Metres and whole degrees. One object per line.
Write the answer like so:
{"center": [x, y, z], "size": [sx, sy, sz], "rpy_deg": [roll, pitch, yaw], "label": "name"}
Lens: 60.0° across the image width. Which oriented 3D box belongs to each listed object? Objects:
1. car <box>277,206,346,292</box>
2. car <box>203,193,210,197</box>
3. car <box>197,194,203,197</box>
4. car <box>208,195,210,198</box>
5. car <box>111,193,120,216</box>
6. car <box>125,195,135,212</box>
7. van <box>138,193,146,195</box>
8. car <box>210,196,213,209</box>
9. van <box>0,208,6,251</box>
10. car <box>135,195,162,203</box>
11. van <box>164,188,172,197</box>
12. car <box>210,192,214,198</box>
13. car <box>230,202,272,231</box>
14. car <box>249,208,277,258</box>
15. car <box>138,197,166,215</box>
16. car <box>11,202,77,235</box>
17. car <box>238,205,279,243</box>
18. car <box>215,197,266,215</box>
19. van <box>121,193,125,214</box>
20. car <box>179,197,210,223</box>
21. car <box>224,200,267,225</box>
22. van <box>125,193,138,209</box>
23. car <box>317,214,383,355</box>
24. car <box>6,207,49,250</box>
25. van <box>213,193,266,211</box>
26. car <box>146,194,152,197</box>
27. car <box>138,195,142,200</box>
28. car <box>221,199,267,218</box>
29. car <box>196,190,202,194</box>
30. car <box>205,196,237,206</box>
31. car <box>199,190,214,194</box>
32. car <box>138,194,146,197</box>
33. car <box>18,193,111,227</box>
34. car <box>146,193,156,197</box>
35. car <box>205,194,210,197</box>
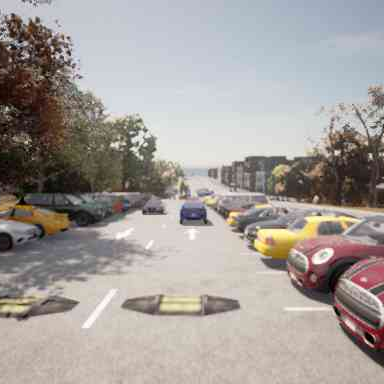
{"center": [4.569, 1.323, 7.666], "size": [4.553, 1.767, 2.185], "rpy_deg": [0, 0, 0], "label": "car"}
{"center": [4.715, 1.361, 49.298], "size": [5.366, 1.575, 1.946], "rpy_deg": [0, 0, 0], "label": "car"}
{"center": [0.092, 1.332, 41.617], "size": [1.882, 1.535, 5.008], "rpy_deg": [0, 0, 0], "label": "car"}
{"center": [4.538, 1.333, 38.205], "size": [4.892, 1.521, 2.231], "rpy_deg": [0, 0, 0], "label": "car"}
{"center": [-8.517, 1.129, 24.405], "size": [5.566, 2.045, 2.435], "rpy_deg": [0, 0, 0], "label": "car"}
{"center": [-8.552, 1.346, 32.715], "size": [5.008, 1.535, 2.097], "rpy_deg": [0, 0, 0], "label": "car"}
{"center": [-8.666, 1.114, 43.664], "size": [4.442, 1.987, 1.878], "rpy_deg": [0, 0, 0], "label": "van"}
{"center": [4.503, 1.376, 32.652], "size": [4.792, 1.488, 2.163], "rpy_deg": [0, 0, 0], "label": "car"}
{"center": [-8.659, 1.211, 10.428], "size": [4.442, 1.987, 1.878], "rpy_deg": [0, 0, 0], "label": "van"}
{"center": [-8.549, 1.440, 65.824], "size": [5.008, 1.535, 2.097], "rpy_deg": [0, 0, 0], "label": "car"}
{"center": [-8.697, 0.555, 92.916], "size": [4.442, 1.987, 1.878], "rpy_deg": [1, 0, 0], "label": "van"}
{"center": [4.501, 1.212, 35.425], "size": [4.553, 1.767, 2.185], "rpy_deg": [0, 0, 0], "label": "car"}
{"center": [4.530, 1.415, 15.995], "size": [4.892, 1.521, 2.231], "rpy_deg": [0, 0, 0], "label": "car"}
{"center": [4.723, 1.434, 10.443], "size": [5.366, 1.575, 1.946], "rpy_deg": [0, 0, 0], "label": "car"}
{"center": [-3.603, 1.433, 31.834], "size": [1.994, 1.385, 4.181], "rpy_deg": [0, 0, 0], "label": "car"}
{"center": [-8.538, 1.414, 16.094], "size": [5.008, 1.535, 2.097], "rpy_deg": [0, 0, 0], "label": "car"}
{"center": [4.543, 1.427, 13.219], "size": [4.892, 1.521, 2.231], "rpy_deg": [0, 0, 0], "label": "car"}
{"center": [4.563, 1.399, 27.100], "size": [4.792, 1.488, 2.163], "rpy_deg": [0, 0, 0], "label": "car"}
{"center": [-8.663, 1.132, 29.945], "size": [4.442, 1.987, 1.878], "rpy_deg": [0, 0, 0], "label": "van"}
{"center": [0.093, 1.377, 24.450], "size": [1.882, 1.535, 5.008], "rpy_deg": [0, 0, 0], "label": "car"}
{"center": [4.721, 1.400, 18.771], "size": [5.366, 1.575, 1.946], "rpy_deg": [0, 0, 0], "label": "car"}
{"center": [-8.439, 1.112, 35.501], "size": [4.442, 1.987, 1.878], "rpy_deg": [0, 0, 0], "label": "van"}
{"center": [4.570, 1.334, 4.890], "size": [4.553, 1.767, 2.185], "rpy_deg": [0, 0, 0], "label": "car"}
{"center": [-8.546, 1.466, 13.200], "size": [4.674, 1.452, 2.002], "rpy_deg": [0, 0, 0], "label": "car"}
{"center": [4.417, 1.132, 29.875], "size": [4.442, 1.987, 1.878], "rpy_deg": [0, 0, 0], "label": "van"}
{"center": [-8.522, 1.380, 46.558], "size": [4.792, 1.488, 2.163], "rpy_deg": [0, 0, 0], "label": "car"}
{"center": [-8.577, 1.362, 38.253], "size": [4.792, 1.488, 2.163], "rpy_deg": [0, 0, 0], "label": "car"}
{"center": [4.564, 1.421, 21.547], "size": [4.792, 1.488, 2.163], "rpy_deg": [0, 0, 0], "label": "car"}
{"center": [4.285, 0.809, 92.992], "size": [4.792, 1.488, 2.163], "rpy_deg": [0, 0, 0], "label": "car"}
{"center": [4.522, 1.377, 52.074], "size": [4.892, 1.521, 2.231], "rpy_deg": [0, 0, 0], "label": "car"}
{"center": [4.499, 1.151, 57.628], "size": [5.566, 2.045, 2.435], "rpy_deg": [0, 0, 0], "label": "car"}
{"center": [-8.578, 1.363, 40.893], "size": [4.792, 1.488, 2.163], "rpy_deg": [0, 0, 0], "label": "car"}
{"center": [-8.517, 1.140, 21.635], "size": [5.566, 2.045, 2.435], "rpy_deg": [0, 0, 0], "label": "car"}
{"center": [-8.579, 1.112, 49.328], "size": [5.566, 2.045, 2.435], "rpy_deg": [0, 0, 0], "label": "car"}
{"center": [4.716, 1.337, 43.625], "size": [5.366, 1.575, 1.946], "rpy_deg": [0, 0, 0], "label": "car"}
